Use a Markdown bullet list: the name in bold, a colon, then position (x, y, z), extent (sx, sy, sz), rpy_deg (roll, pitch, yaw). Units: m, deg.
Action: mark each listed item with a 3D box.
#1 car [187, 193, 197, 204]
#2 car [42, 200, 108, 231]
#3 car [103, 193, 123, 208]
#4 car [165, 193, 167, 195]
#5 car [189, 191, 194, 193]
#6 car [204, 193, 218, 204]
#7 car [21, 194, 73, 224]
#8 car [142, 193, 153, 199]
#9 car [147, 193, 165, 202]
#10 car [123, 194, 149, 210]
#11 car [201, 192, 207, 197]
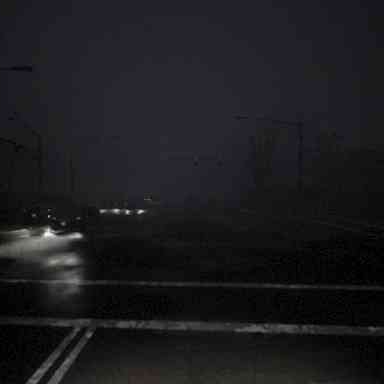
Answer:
- **car**: position (0.026, 1.291, 57.559), extent (2.033, 1.411, 5.357), rpy_deg (0, 1, 0)
- **car**: position (-7.127, 1.491, 20.866), extent (2.128, 1.511, 4.902), rpy_deg (0, 0, 0)
- **car**: position (-10.659, 1.111, 45.407), extent (2.150, 2.045, 5.566), rpy_deg (0, 0, 0)
- **car**: position (-7.105, 0.453, 81.539), extent (2.033, 1.411, 5.357), rpy_deg (0, 1, 0)
- **car**: position (-0.113, 0.528, 87.760), extent (2.097, 1.767, 4.553), rpy_deg (0, 1, 0)
- **car**: position (3.526, 1.336, 58.148), extent (1.895, 1.301, 4.718), rpy_deg (0, 1, 0)
- **car**: position (-10.631, 1.217, 25.092), extent (2.150, 2.045, 5.566), rpy_deg (0, 0, -1)
- **car**: position (-10.602, 0.884, 79.294), extent (1.994, 1.385, 4.181), rpy_deg (0, 1, 0)
- **car**: position (-7.112, 1.146, 66.353), extent (2.033, 1.411, 5.357), rpy_deg (0, 1, 0)
- **car**: position (-7.146, 1.391, 42.873), extent (1.882, 1.535, 5.008), rpy_deg (0, 0, 0)
- **car**: position (3.387, 0.697, 87.798), extent (1.812, 1.442, 4.674), rpy_deg (0, 1, 0)
